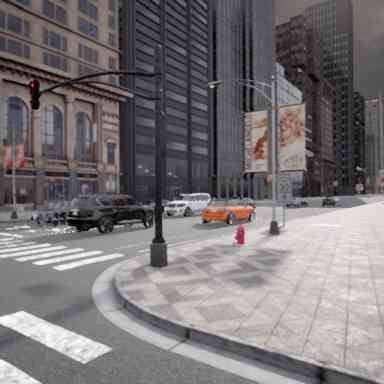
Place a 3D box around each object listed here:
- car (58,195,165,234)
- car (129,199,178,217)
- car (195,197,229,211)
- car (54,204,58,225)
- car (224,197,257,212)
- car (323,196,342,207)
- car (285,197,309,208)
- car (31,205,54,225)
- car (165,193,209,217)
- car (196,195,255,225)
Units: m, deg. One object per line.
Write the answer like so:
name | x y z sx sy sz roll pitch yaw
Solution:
car | -4.341 1.163 18.952 2.150 2.045 5.566 -1 0 35
car | -3.547 1.469 31.629 1.837 1.490 4.892 -1 0 35
car | 2.480 1.445 40.093 1.837 1.490 4.892 -1 0 36
car | -6.088 1.510 22.445 2.033 1.411 5.357 -1 0 35
car | 5.808 1.418 39.162 1.837 1.490 4.892 -1 0 35
car | 20.232 1.343 47.915 1.837 1.490 4.892 -1 0 35
car | 14.291 1.416 45.235 2.033 1.411 5.357 -1 0 36
car | -9.045 1.480 23.977 2.128 1.511 4.902 -1 0 33
car | -0.189 1.159 30.749 2.150 2.045 5.566 -1 0 35
car | 2.638 1.250 23.157 2.097 1.767 4.553 -1 0 35
